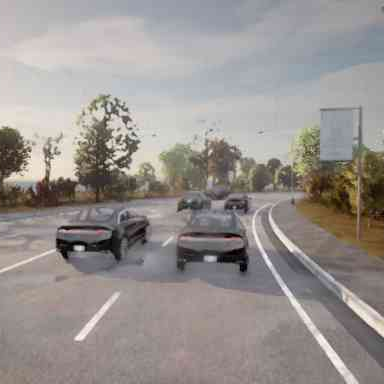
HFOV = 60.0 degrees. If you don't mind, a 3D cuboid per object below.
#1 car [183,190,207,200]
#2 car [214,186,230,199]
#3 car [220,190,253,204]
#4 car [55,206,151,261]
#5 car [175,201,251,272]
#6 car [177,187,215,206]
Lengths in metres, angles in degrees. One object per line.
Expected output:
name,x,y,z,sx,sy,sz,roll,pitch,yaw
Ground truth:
car,0.490,0.428,49.970,1.895,1.301,4.718,1,2,25
car,4.088,0.078,49.396,2.150,2.045,5.566,1,1,25
car,3.913,0.864,27.949,1.837,1.490,4.892,0,1,15
car,-2.715,1.225,11.203,2.128,1.511,4.902,0,1,6
car,0.677,1.259,9.996,2.128,1.511,4.902,0,1,6
car,0.304,0.703,27.932,2.097,1.767,4.553,1,1,14
